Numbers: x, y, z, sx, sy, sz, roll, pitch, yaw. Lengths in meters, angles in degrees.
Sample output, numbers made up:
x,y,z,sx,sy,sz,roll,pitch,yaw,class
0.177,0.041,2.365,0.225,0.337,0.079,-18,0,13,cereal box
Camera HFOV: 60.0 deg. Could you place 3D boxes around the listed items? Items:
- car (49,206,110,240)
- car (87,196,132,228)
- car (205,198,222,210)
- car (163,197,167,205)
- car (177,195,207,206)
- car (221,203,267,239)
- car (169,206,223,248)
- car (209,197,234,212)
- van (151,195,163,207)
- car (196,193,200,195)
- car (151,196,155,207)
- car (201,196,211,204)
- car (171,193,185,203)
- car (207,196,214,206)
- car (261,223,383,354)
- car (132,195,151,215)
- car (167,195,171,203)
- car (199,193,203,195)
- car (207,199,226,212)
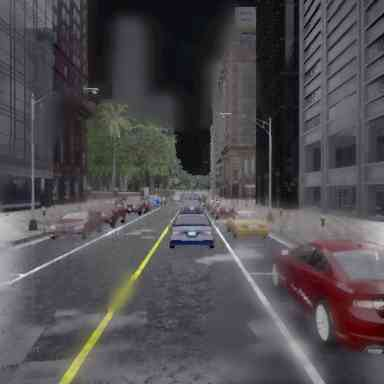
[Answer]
x,y,z,sx,sy,sz,roll,pitch,yaw,class
-5.766,1.580,17.053,1.802,1.307,4.206,0,0,0,car
-5.767,1.315,22.479,2.192,1.841,5.009,0,0,0,car
2.759,1.564,44.169,2.008,1.369,4.403,0,0,0,car
-5.766,1.460,55.035,1.967,1.590,4.097,0,0,0,car
0.000,1.370,29.621,2.097,1.767,4.553,0,0,0,car
2.759,1.524,17.214,1.752,1.417,4.829,0,0,0,car
0.000,1.562,14.651,2.033,1.411,5.357,0,0,0,car
2.759,1.443,27.894,1.967,1.590,4.097,0,0,0,car
-5.767,1.358,49.609,1.690,1.788,3.998,0,0,0,van
2.760,1.596,92.307,1.947,1.339,4.313,0,0,0,car
-5.766,1.554,38.757,1.887,1.381,4.507,0,0,0,car
2.760,1.591,65.870,1.947,1.339,4.313,0,0,0,car
-3.002,1.582,67.414,1.812,1.442,4.674,0,1,0,car
2.759,1.445,33.319,1.967,1.590,4.097,0,0,0,car
2.759,1.541,6.194,1.887,1.381,4.507,0,0,0,car
-5.767,1.320,33.331,2.192,1.841,5.009,0,0,0,car
-5.766,1.607,65.888,1.802,1.307,4.206,0,0,0,car
2.758,1.335,55.020,2.192,1.841,5.009,0,0,0,car
2.758,1.554,38.744,1.887,1.381,4.507,0,0,0,car
